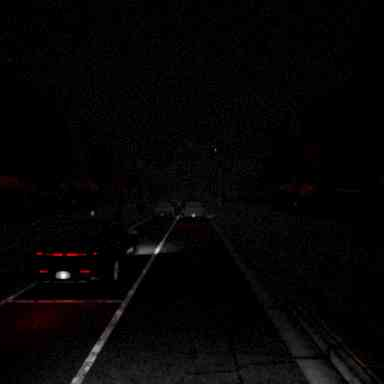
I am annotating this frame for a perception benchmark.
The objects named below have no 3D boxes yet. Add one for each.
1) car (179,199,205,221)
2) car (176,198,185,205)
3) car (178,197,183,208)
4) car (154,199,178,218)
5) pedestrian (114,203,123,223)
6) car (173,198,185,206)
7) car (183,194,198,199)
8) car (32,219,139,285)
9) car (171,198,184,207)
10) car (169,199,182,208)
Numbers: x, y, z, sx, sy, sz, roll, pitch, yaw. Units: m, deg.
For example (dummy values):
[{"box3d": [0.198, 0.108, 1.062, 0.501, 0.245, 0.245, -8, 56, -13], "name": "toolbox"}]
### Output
[{"box3d": [0.150, 1.616, 28.164, 1.812, 1.442, 4.674, 0, 0, 1], "name": "car"}, {"box3d": [-2.465, 2.076, 74.759, 1.802, 1.307, 4.206, -2, -1, 0], "name": "car"}, {"box3d": [-2.539, 1.665, 47.524, 1.967, 1.590, 4.097, -2, 0, 0], "name": "car"}, {"box3d": [-2.578, 1.631, 31.012, 1.752, 1.417, 4.829, -1, 0, 0], "name": "car"}, {"box3d": [-2.720, 1.318, 12.407, 0.375, 1.860, 0.375, 1, 1, 0], "name": "pedestrian"}, {"box3d": [-2.494, 1.930, 63.865, 2.008, 1.369, 4.403, -2, -1, 0], "name": "car"}, {"box3d": [0.191, 1.552, 44.142, 2.097, 1.767, 4.553, 0, 0, 0], "name": "car"}, {"box3d": [-2.728, 1.521, 9.479, 1.837, 1.490, 4.892, 0, 0, 0], "name": "car"}, {"box3d": [-2.508, 1.876, 58.417, 2.008, 1.369, 4.403, -2, -1, 0], "name": "car"}, {"box3d": [-2.519, 1.856, 52.965, 1.802, 1.307, 4.206, -1, 0, 0], "name": "car"}]
